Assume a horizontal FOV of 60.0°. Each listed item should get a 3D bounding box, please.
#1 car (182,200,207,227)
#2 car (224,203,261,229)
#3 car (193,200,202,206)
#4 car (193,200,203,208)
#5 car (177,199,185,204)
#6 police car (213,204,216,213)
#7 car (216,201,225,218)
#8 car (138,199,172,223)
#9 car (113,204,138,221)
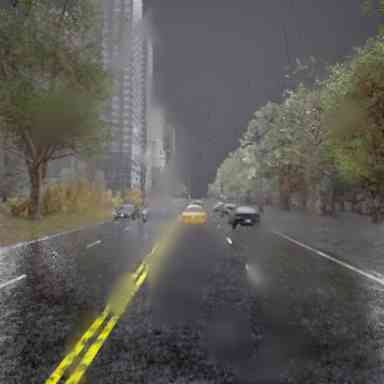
[{"bbox_3d":[0.205,1.680,25.373,1.801,1.575,5.366,-1,1,2],"label":"car"},{"bbox_3d":[3.648,1.734,23.742,1.882,1.535,5.008,1,-1,1],"label":"car"},{"bbox_3d":[1.261,2.493,77.328,2.033,1.411,5.357,0,-1,1],"label":"car"},{"bbox_3d":[1.121,2.324,64.387,1.812,1.442,4.674,0,-1,1],"label":"car"},{"bbox_3d":[-2.132,1.987,68.666,1.812,1.442,4.674,0,-1,1],"label":"car"},{"bbox_3d":[3.985,2.074,45.753,2.038,1.542,4.974,0,-1,1],"label":"police car"},{"bbox_3d":[3.830,1.897,34.746,1.837,1.490,4.892,1,-1,1],"label":"car"},{"bbox_3d":[-2.897,1.512,28.116,2.097,1.767,4.553,-1,0,1],"label":"car"},{"bbox_3d":[-6.095,1.903,31.600,1.837,1.490,4.892,0,-1,1],"label":"car"}]
